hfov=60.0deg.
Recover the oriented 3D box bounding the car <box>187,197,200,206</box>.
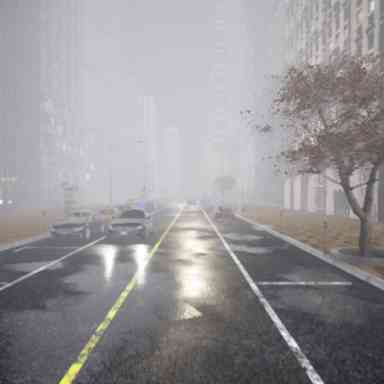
[{"bbox_3d":[-0.024,1.882,61.138,2.033,1.411,5.357,0,0,0],"label":"car"}]

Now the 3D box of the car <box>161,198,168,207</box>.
[{"bbox_3d":[-5.724,1.856,56.383,2.008,1.369,4.403,-1,0,0],"label":"car"}]

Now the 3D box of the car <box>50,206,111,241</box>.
[{"bbox_3d":[-5.708,1.635,17.008,2.008,1.369,4.403,-1,0,0],"label":"car"}]

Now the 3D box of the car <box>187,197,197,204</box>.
[{"bbox_3d":[-0.029,1.830,71.495,2.033,1.411,5.357,0,0,0],"label":"car"}]

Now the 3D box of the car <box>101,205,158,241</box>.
[{"bbox_3d":[-3.057,1.611,17.290,1.812,1.442,4.674,0,-1,1],"label":"car"}]

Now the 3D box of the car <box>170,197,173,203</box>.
[{"bbox_3d":[-5.736,2.033,84.507,2.008,1.369,4.403,-1,0,0],"label":"car"}]

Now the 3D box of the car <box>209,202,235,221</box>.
[{"bbox_3d":[2.668,1.727,28.262,1.802,1.307,4.206,-1,0,0],"label":"car"}]

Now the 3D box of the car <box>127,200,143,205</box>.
[{"bbox_3d":[-5.713,1.689,28.258,1.887,1.381,4.507,-1,0,0],"label":"car"}]

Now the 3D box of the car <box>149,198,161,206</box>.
[{"bbox_3d":[-5.720,1.784,45.132,1.887,1.381,4.507,-1,0,0],"label":"car"}]

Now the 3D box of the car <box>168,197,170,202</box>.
[{"bbox_3d":[-5.727,1.890,62.008,2.008,1.369,4.403,-1,0,0],"label":"car"}]

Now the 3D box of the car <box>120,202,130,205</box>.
[{"bbox_3d":[-5.711,1.638,22.464,1.752,1.417,4.829,-1,0,0],"label":"car"}]

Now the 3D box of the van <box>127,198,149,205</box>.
[{"bbox_3d":[-5.718,1.517,33.884,1.690,1.788,3.998,-1,0,0],"label":"van"}]

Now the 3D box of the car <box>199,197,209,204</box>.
[{"bbox_3d":[2.646,1.851,73.262,1.967,1.590,4.097,-1,0,0],"label":"car"}]

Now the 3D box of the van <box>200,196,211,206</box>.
[{"bbox_3d":[2.649,1.682,62.013,1.690,1.788,3.998,-1,0,0],"label":"van"}]
